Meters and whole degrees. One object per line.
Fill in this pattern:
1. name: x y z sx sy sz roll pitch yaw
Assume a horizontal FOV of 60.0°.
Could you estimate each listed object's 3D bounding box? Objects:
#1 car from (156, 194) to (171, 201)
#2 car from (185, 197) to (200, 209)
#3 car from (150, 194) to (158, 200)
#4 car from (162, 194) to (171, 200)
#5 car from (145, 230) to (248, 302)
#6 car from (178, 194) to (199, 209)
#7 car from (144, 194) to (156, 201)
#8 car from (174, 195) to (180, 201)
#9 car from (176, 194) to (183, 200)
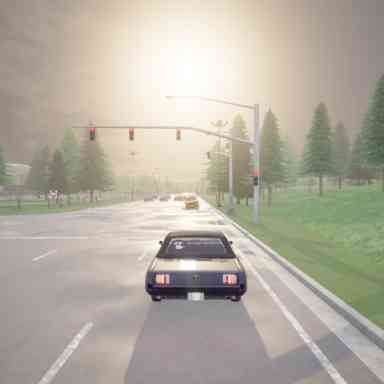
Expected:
1. car: -6.854 1.531 80.534 2.033 1.411 5.357 0 0 0
2. car: 0.083 1.591 49.899 2.033 1.411 5.357 0 2 0
3. car: -10.335 1.332 90.961 1.837 1.490 4.892 0 0 0
4. car: -6.835 1.372 90.954 2.033 1.411 5.357 0 0 0
5. car: 0.094 1.601 8.234 1.895 1.301 4.718 0 0 0
6. car: -0.255 1.061 46.504 1.882 1.535 5.008 -10 16 -5
7. car: -10.354 1.531 80.541 2.033 1.411 5.357 0 0 0
8. car: -3.353 1.545 80.945 1.994 1.385 4.181 0 0 0
9. car: -3.335 1.357 90.948 1.812 1.442 4.674 0 0 0
